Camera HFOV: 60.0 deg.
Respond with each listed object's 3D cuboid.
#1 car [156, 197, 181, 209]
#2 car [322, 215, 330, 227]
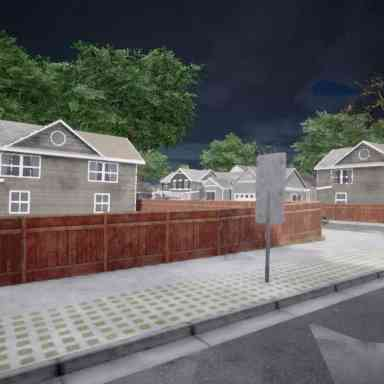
[{"bbox_3d":[-2.198,1.579,36.350,2.150,2.045,5.566,3,-2,-37],"label":"car"},{"bbox_3d":[7.153,1.775,23.363,1.895,1.301,4.718,2,-2,-35],"label":"car"}]
